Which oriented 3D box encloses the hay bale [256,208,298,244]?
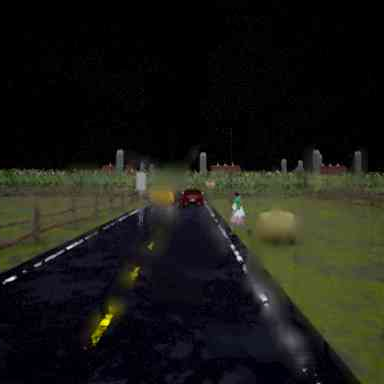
[{"bbox_3d":[3.113,1.240,12.336,1.220,1.180,1.240,-1,1,0],"label":"hay bale"}]

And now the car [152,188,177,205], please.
[{"bbox_3d":[-2.776,0.387,32.452,1.882,1.535,5.008,0,2,0],"label":"car"}]

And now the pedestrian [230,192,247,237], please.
[{"bbox_3d":[1.854,0.843,13.382,0.375,1.860,0.375,1,1,-3],"label":"pedestrian"}]

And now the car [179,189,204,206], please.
[{"bbox_3d":[0.067,0.447,30.663,1.882,1.535,5.008,0,2,0],"label":"car"}]

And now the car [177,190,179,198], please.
[{"bbox_3d":[-3.158,0.112,43.612,1.895,1.301,4.718,-1,3,-38],"label":"car"}]
